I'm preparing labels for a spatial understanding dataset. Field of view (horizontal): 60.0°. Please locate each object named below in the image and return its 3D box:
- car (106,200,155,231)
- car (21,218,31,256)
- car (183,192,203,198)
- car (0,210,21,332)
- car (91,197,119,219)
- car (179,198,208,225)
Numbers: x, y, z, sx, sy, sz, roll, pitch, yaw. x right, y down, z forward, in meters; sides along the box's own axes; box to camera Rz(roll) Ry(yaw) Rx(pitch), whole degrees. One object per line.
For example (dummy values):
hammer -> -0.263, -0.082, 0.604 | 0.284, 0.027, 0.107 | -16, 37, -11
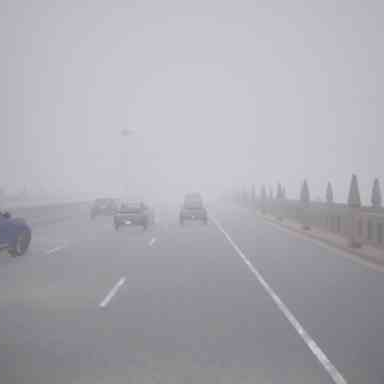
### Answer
car -> -3.403, 1.415, 20.171 | 2.128, 1.511, 4.902 | 0, 0, 0
car -> -6.890, 1.185, 9.656 | 2.150, 2.045, 5.566 | 0, 0, 0
car -> 0.102, 1.070, 40.358 | 2.150, 2.045, 5.566 | 0, 0, 0
car -> -3.413, 1.215, 1.725 | 2.150, 2.045, 5.566 | 0, 0, 0
car -> -6.904, 1.246, 27.989 | 2.097, 1.767, 4.553 | 0, 0, 0
car -> 0.097, 1.401, 23.561 | 2.128, 1.511, 4.902 | 0, 0, 0
